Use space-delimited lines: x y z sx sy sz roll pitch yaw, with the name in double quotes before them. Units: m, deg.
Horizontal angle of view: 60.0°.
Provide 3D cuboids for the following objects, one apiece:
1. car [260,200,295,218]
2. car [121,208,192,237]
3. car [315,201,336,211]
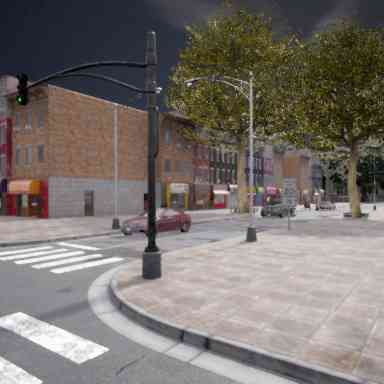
"car" 8.419 1.569 32.516 2.097 1.767 4.553 0 -1 36
"car" -1.817 1.612 18.421 1.812 1.442 4.674 0 0 35
"car" 18.750 1.979 46.585 1.994 1.385 4.181 0 -1 36
